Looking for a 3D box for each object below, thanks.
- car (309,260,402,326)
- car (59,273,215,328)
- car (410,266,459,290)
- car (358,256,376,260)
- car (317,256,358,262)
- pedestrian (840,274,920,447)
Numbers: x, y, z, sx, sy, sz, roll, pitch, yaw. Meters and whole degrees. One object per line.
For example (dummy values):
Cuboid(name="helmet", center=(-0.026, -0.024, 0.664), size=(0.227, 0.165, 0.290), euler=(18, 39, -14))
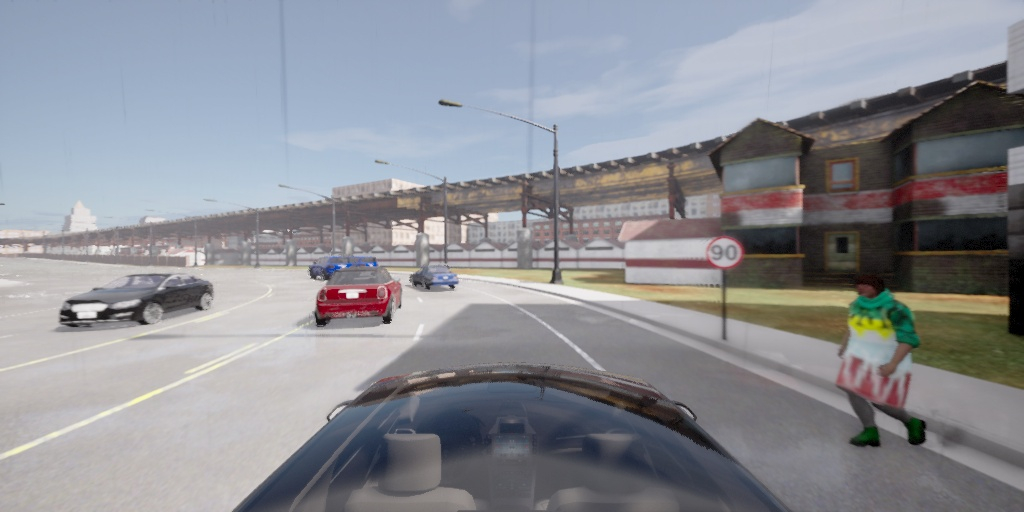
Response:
Cuboid(name="car", center=(-4.963, 1.131, 12.178), size=(2.097, 1.767, 4.553), euler=(-1, 0, -13))
Cuboid(name="car", center=(-12.032, 1.327, 11.969), size=(2.128, 1.511, 4.902), euler=(0, 0, -15))
Cuboid(name="car", center=(-5.047, 1.316, 22.935), size=(2.033, 1.411, 5.357), euler=(0, 0, -29))
Cuboid(name="car", center=(-15.750, 1.063, 36.431), size=(5.566, 2.045, 2.150), euler=(0, 0, 39))
Cuboid(name="car", center=(-16.192, 1.069, 32.014), size=(5.566, 2.045, 2.150), euler=(0, 0, 45))
Cuboid(name="pedestrian", center=(3.795, 1.012, 3.715), size=(0.375, 1.860, 0.375), euler=(0, 0, -3))
